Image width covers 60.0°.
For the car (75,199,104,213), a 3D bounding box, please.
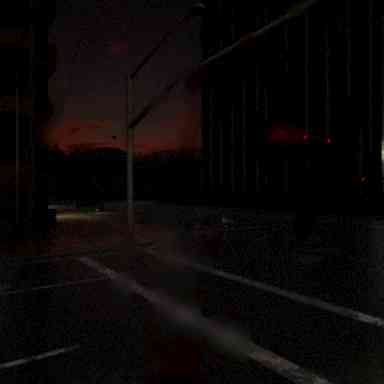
[{"bbox_3d":[-11.553,1.531,37.261,2.033,1.411,5.357,0,0,-34],"label":"car"}]
